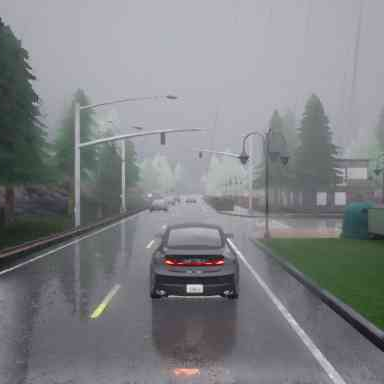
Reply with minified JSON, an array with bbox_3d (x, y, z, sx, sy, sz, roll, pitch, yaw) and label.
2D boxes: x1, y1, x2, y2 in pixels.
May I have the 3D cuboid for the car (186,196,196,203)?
[{"bbox_3d":[-0.147,1.564,66.664,1.994,1.385,4.181,0,0,0],"label":"car"}]

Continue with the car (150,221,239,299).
[{"bbox_3d":[0.055,1.505,8.456,1.837,1.490,4.892,0,0,0],"label":"car"}]

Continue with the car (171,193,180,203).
[{"bbox_3d":[-3.652,1.221,69.219,2.150,2.045,5.566,0,0,0],"label":"car"}]

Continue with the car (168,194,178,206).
[{"bbox_3d":[-3.705,1.525,54.074,1.812,1.442,4.674,0,0,0],"label":"car"}]

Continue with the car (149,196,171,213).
[{"bbox_3d":[-3.682,1.526,37.451,1.812,1.442,4.674,0,0,0],"label":"car"}]
